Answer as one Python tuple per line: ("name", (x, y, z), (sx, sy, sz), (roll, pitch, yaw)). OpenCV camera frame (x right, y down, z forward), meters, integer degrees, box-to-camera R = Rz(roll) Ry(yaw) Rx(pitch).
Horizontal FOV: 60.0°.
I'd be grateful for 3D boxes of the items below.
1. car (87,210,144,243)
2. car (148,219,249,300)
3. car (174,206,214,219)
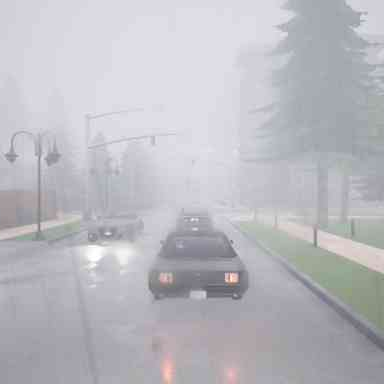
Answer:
("car", (-3.517, 1.565, 15.976), (1.994, 1.385, 4.181), (0, 0, 1))
("car", (0.118, 1.601, 8.341), (1.895, 1.301, 4.718), (0, 0, 0))
("car", (0.130, 1.505, 17.603), (1.837, 1.490, 4.892), (0, 0, 0))
